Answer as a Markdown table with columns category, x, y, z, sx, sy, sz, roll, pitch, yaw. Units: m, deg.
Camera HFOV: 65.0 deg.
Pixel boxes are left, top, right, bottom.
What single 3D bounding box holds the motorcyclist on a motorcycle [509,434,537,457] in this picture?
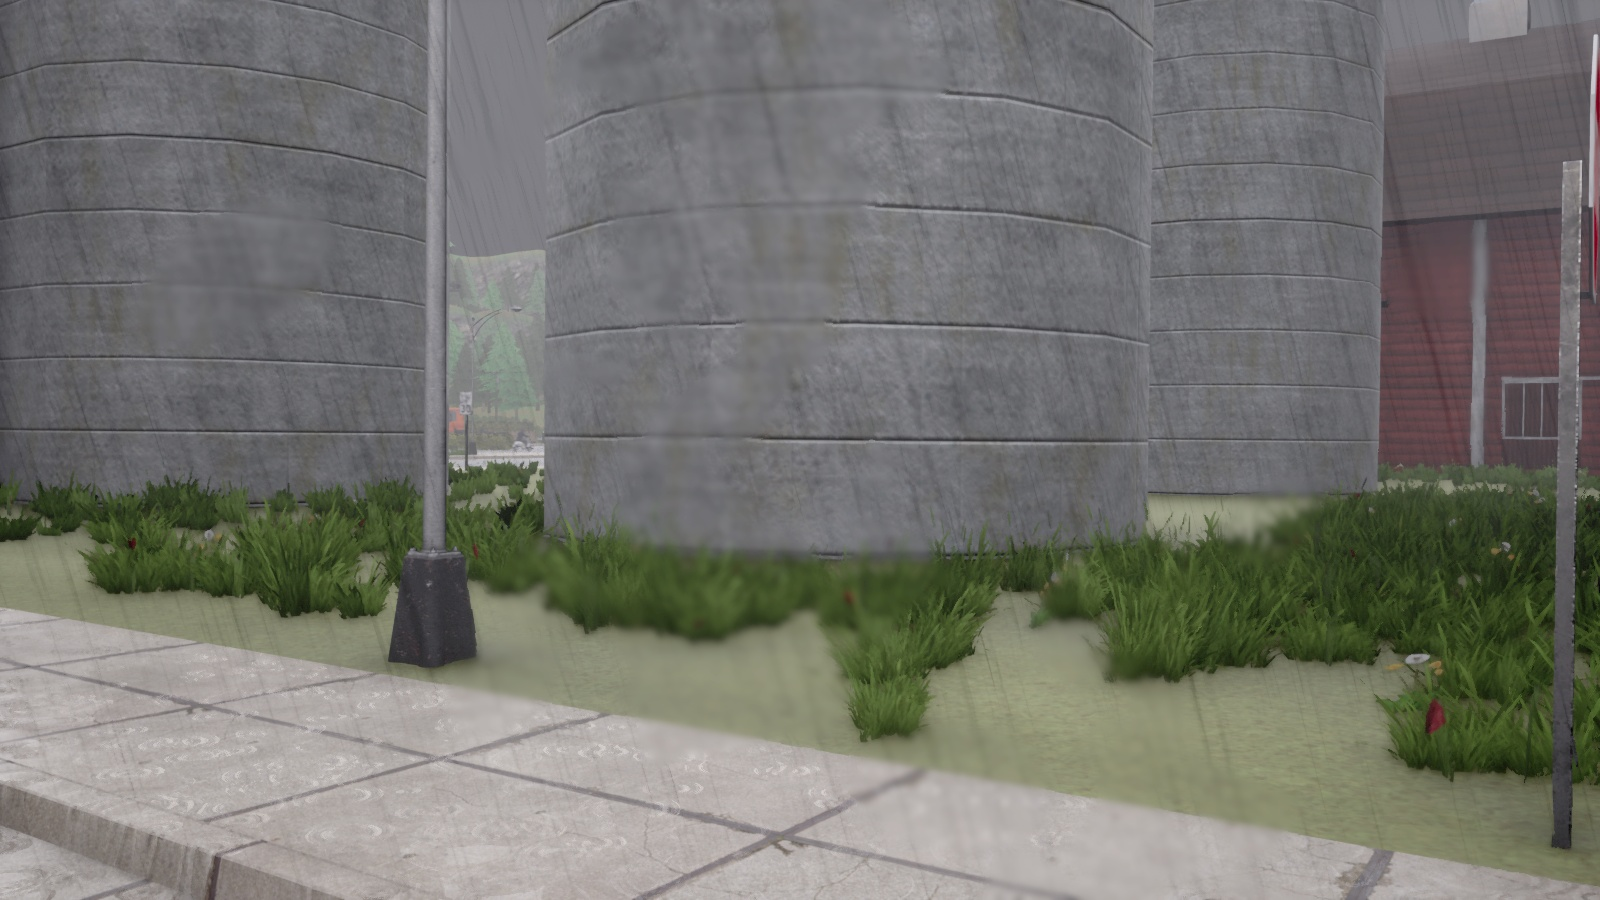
| category | x | y | z | sx | sy | sz | roll | pitch | yaw |
| --- | --- | --- | --- | --- | --- | --- | --- | --- | --- |
| motorcyclist on a motorcycle | -18.900 | -0.314 | 85.747 | 0.866 | 1.590 | 1.817 | 0 | 1 | 33 |
